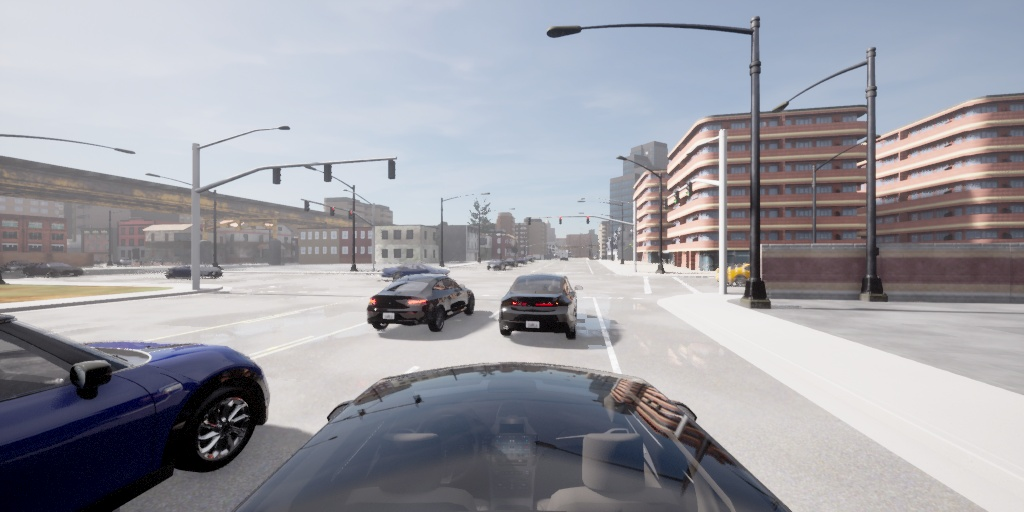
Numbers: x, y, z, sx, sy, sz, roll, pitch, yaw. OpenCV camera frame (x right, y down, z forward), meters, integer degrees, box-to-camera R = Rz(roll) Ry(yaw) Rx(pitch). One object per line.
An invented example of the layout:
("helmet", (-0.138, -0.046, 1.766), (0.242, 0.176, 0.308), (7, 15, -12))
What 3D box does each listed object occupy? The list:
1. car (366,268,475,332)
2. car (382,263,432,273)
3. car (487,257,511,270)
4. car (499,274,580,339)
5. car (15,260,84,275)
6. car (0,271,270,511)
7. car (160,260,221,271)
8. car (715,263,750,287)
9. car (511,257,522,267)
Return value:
("car", (-2.536, 1.276, 10.873), (1.812, 1.442, 4.674), (0, 0, 11))
("car", (-7.686, 1.265, 28.872), (5.357, 1.411, 2.033), (0, 0, -5))
("car", (-2.028, 1.106, 48.010), (2.128, 1.511, 4.902), (0, 1, 11))
("car", (0.909, 1.255, 10.232), (1.837, 1.490, 4.892), (0, 0, 11))
("car", (-43.422, 1.297, 33.911), (5.357, 1.411, 2.033), (0, 0, 14))
("car", (-3.858, 1.102, 2.096), (2.097, 1.767, 4.553), (0, 0, 6))
("car", (-27.433, 1.314, 31.014), (4.181, 1.385, 1.994), (0, 0, 10))
("car", (16.180, 1.228, 23.487), (5.008, 1.535, 1.882), (0, 0, 10))
("car", (-0.228, 0.957, 57.287), (1.882, 1.535, 5.008), (0, 1, 11))
